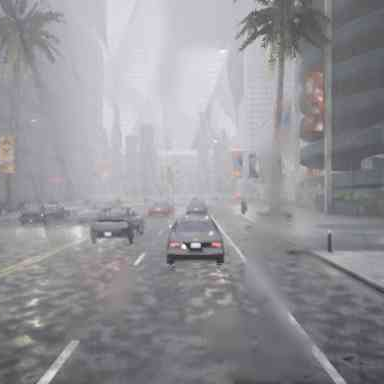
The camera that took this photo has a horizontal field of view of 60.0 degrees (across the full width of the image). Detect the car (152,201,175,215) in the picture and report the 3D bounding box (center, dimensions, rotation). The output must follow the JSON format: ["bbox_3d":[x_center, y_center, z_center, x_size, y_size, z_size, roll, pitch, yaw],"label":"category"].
[{"bbox_3d":[-2.886,1.551,32.724,1.994,1.385,4.181,0,0,6],"label":"car"}]

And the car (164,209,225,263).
[{"bbox_3d":[0.103,1.543,11.851,2.033,1.411,5.357,0,0,0],"label":"car"}]

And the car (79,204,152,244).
[{"bbox_3d":[-3.397,1.485,15.856,2.128,1.511,4.902,0,0,0],"label":"car"}]

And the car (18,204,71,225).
[{"bbox_3d":[-10.521,1.591,24.006,1.895,1.301,4.718,0,0,1],"label":"car"}]

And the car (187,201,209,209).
[{"bbox_3d":[0.620,1.551,32.715,1.994,1.385,4.181,0,0,6],"label":"car"}]

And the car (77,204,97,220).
[{"bbox_3d":[-7.013,1.591,25.121,1.895,1.301,4.718,0,0,1],"label":"car"}]
